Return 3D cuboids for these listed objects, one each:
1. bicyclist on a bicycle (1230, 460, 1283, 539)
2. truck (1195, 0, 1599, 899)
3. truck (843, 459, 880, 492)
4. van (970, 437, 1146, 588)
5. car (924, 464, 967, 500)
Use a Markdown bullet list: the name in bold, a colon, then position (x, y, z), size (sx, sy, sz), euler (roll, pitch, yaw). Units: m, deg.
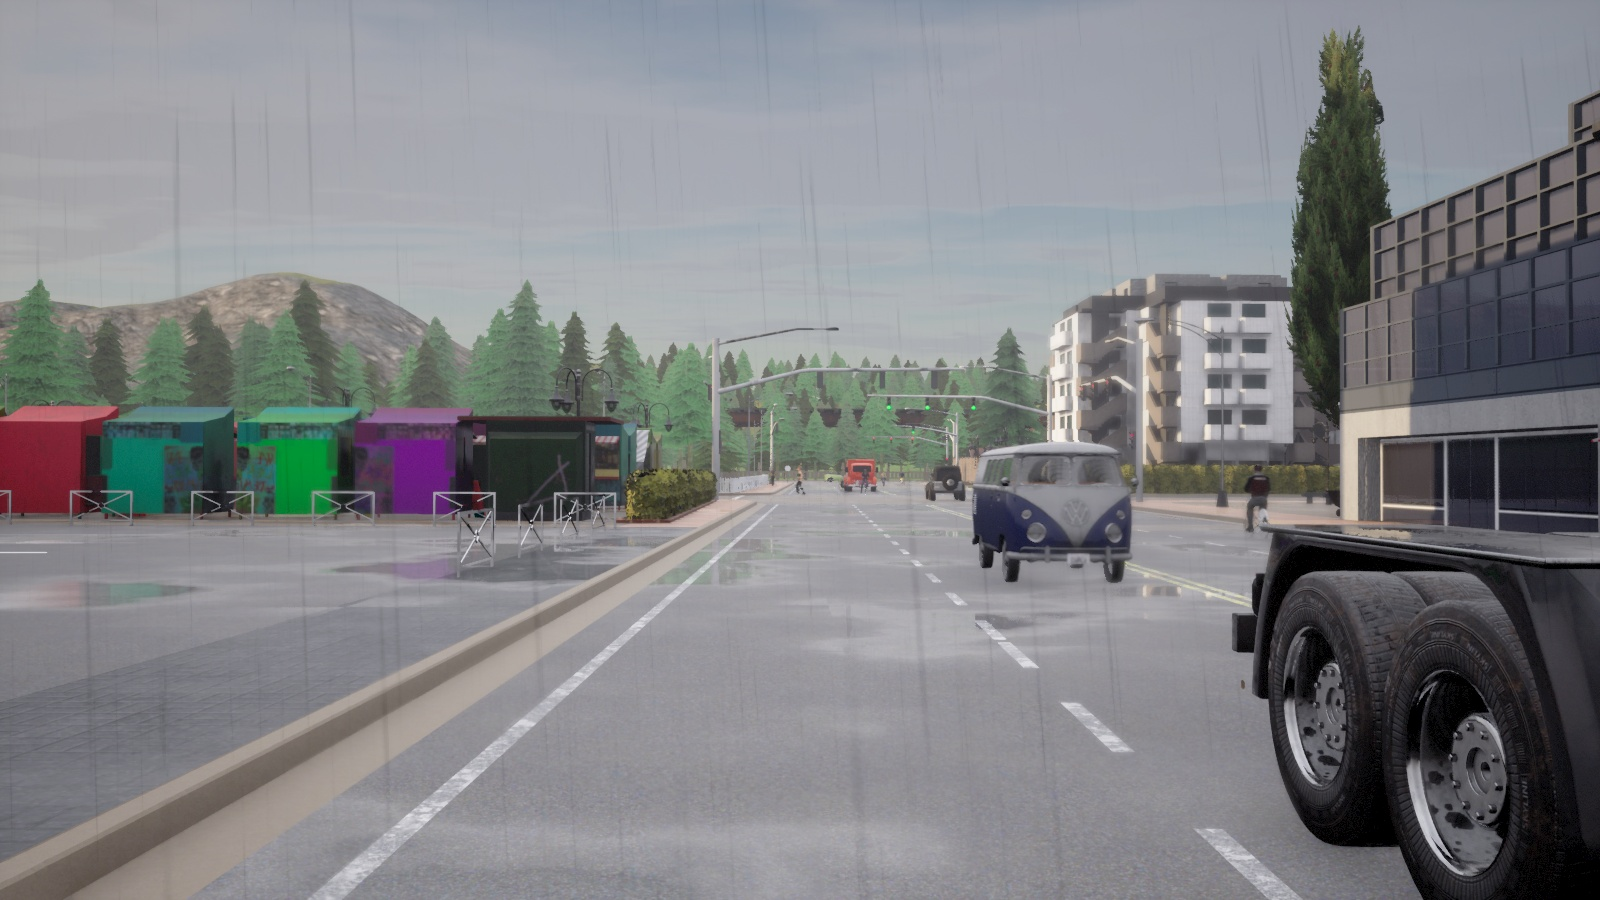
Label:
- **bicyclist on a bicycle**: position (10.700, 1.137, 29.512), size (0.659, 1.776, 1.843), euler (-1, -1, 4)
- **truck**: position (3.522, -0.137, 2.678), size (2.891, 3.462, 7.936), euler (0, -1, 1)
- **truck**: position (4.721, 1.936, 97.141), size (2.627, 2.467, 5.204), euler (0, -1, 1)
- **van**: position (3.718, 0.868, 18.855), size (1.775, 1.987, 4.442), euler (0, -1, 1)
- **car**: position (7.848, 1.717, 67.944), size (1.905, 1.878, 3.866), euler (0, -1, 1)
